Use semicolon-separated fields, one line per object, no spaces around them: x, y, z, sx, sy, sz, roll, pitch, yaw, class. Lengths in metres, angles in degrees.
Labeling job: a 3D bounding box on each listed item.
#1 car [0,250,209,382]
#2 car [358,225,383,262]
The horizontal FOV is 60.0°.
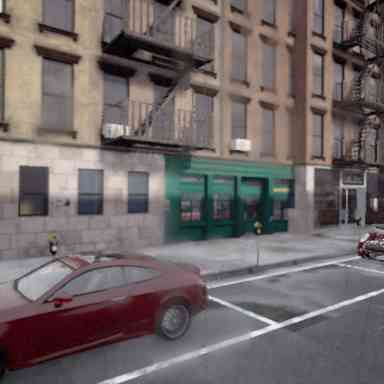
-1.648;1.596;5.016;4.206;1.307;1.802;1;0;-35;car
7.598;1.566;11.613;4.097;1.590;1.967;1;0;-35;car
